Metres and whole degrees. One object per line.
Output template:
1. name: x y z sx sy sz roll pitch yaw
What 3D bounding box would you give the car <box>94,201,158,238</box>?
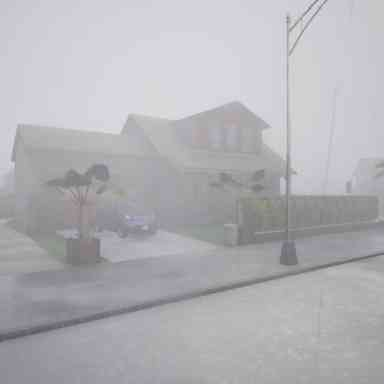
1. car: -3.054 1.174 15.268 1.845 1.501 3.633 0 0 -38
